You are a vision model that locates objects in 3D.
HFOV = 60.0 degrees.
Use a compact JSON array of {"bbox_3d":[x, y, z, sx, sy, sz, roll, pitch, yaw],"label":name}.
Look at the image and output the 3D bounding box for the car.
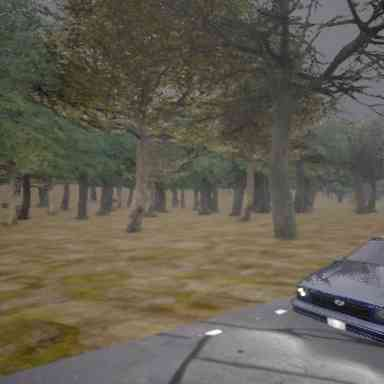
[{"bbox_3d":[4.292,1.591,6.529,5.357,1.411,2.033,0,0,-36],"label":"car"}]
